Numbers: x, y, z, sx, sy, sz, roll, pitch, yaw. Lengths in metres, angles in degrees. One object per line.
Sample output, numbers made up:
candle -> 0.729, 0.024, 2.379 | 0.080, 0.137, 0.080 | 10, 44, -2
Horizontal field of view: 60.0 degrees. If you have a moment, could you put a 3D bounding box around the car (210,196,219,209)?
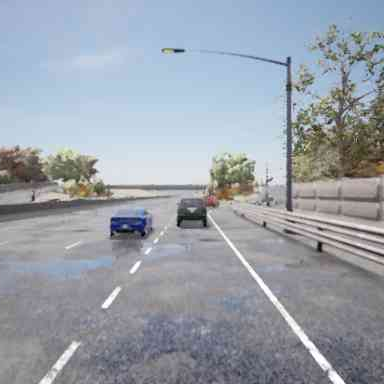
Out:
car -> 3.208, 1.770, 56.852 | 2.150, 2.045, 5.566 | 1, -2, 15

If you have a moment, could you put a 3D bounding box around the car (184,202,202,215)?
car -> 0.192, 1.897, 38.248 | 1.895, 1.301, 4.718 | 0, 0, 3

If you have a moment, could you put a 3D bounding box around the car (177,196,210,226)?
car -> 0.007, 1.417, 25.273 | 2.150, 2.045, 5.566 | 0, 0, 0

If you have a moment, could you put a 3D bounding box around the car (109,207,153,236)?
car -> -3.393, 1.626, 19.332 | 1.882, 1.535, 5.008 | 0, 0, 0
